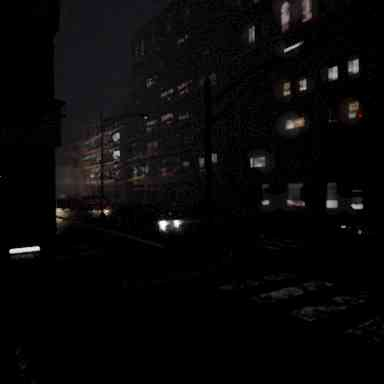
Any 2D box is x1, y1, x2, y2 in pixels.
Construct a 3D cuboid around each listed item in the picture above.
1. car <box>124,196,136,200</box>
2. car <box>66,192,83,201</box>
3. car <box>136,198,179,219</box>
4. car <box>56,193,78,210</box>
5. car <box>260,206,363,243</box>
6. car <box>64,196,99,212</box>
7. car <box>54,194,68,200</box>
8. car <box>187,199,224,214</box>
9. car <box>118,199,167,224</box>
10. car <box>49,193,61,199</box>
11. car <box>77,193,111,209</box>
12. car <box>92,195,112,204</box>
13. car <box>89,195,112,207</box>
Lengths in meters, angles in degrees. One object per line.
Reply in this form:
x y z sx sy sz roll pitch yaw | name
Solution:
-8.632 1.269 46.248 1.752 1.417 4.829 -1 1 -35 | car
-24.649 0.938 69.508 2.192 1.841 5.009 -1 1 -35 | car
-2.810 1.478 27.578 1.994 1.385 4.181 -1 1 -35 | car
-15.436 1.315 41.354 1.967 1.590 4.097 -1 1 -35 | car
5.646 1.468 16.276 2.128 1.511 4.902 -1 1 -42 | car
-12.213 1.450 36.674 2.008 1.369 4.403 -1 1 -35 | car
-31.092 1.128 78.872 2.008 1.369 4.403 -1 1 -35 | car
1.215 1.362 32.128 1.887 1.381 4.507 -1 1 -35 | car
-3.978 1.511 24.484 1.887 1.381 4.507 -1 1 -35 | car
-34.410 1.079 83.692 1.752 1.417 4.829 -1 1 -35 | car
-12.159 1.196 41.183 2.097 1.767 4.553 -1 1 -34 | car
-15.076 1.220 55.608 1.752 1.417 4.829 -1 1 -35 | car
-13.428 1.269 48.554 1.837 1.490 4.892 -1 1 -34 | car
